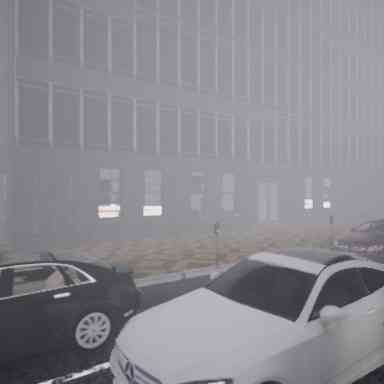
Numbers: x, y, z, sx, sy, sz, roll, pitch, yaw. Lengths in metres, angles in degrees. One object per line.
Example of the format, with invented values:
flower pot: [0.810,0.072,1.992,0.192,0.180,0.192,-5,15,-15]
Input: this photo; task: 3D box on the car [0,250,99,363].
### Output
car: [-2.845,1.551,4.531,4.403,1.369,2.008,0,0,-36]

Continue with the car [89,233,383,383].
car: [1.312,1.528,4.314,4.674,1.442,1.812,0,0,-36]

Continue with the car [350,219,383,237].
car: [6.422,1.591,11.143,4.206,1.307,1.802,0,0,-36]
